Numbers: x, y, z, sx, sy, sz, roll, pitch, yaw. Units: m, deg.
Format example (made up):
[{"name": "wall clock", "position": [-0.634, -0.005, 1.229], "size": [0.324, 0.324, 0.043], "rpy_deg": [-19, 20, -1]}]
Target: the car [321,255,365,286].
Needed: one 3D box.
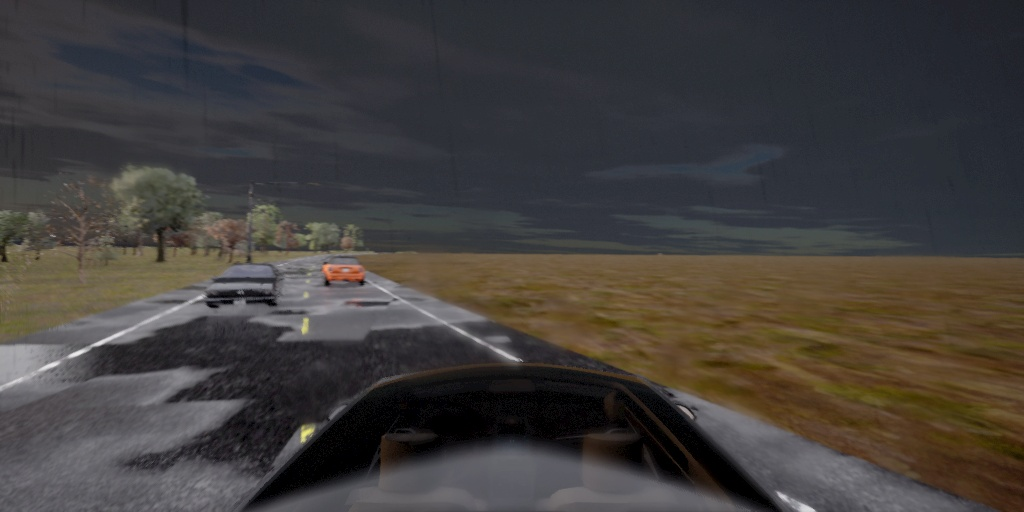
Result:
[{"name": "car", "position": [-10.254, 0.762, 21.808], "size": [2.097, 1.767, 4.553], "rpy_deg": [2, 0, -29]}]

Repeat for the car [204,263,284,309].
[{"name": "car", "position": [-9.502, 0.972, 13.158], "size": [2.033, 1.411, 5.357], "rpy_deg": [2, 0, -30]}]
